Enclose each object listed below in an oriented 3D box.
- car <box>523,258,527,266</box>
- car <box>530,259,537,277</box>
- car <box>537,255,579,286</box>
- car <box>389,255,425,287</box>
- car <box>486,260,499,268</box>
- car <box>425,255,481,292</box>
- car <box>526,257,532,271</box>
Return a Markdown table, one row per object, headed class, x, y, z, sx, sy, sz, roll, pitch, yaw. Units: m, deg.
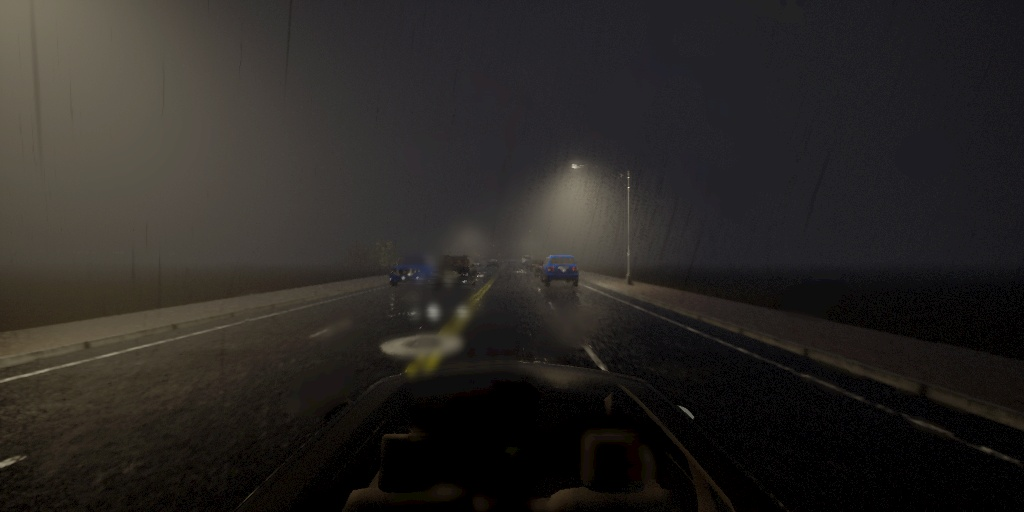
| class | x | y | z | sx | sy | sz | roll | pitch | yaw |
| --- | --- | --- | --- | --- | --- | --- | --- | --- | --- |
| car | 3.241 | 1.345 | 58.168 | 1.895 | 1.301 | 4.718 | 0 | 0 | 0 |
| car | 3.245 | 1.241 | 36.139 | 2.128 | 1.511 | 4.902 | 0 | 0 | 0 |
| car | 3.247 | 0.971 | 25.169 | 2.150 | 2.045 | 5.566 | 0 | 0 | 0 |
| car | -6.598 | 0.970 | 24.666 | 2.150 | 2.045 | 5.566 | 0 | 0 | 0 |
| car | -3.286 | 1.300 | 61.827 | 1.994 | 1.385 | 4.181 | 0 | 0 | 1 |
| car | -3.347 | 0.970 | 21.642 | 2.150 | 2.045 | 5.566 | 0 | 0 | 0 |
| car | 3.243 | 1.252 | 47.139 | 1.837 | 1.490 | 4.892 | 0 | 0 | 0 |
